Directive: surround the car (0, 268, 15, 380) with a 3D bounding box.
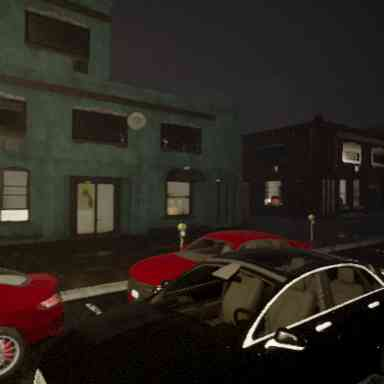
[{"bbox_3d":[-3.706,1.583,3.903,4.206,1.307,1.802,0,1,-35],"label":"car"}]

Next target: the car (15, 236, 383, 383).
[{"bbox_3d":[0.811,1.506,3.941,4.892,1.490,1.837,0,0,-35],"label":"car"}]

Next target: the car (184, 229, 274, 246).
[{"bbox_3d":[0.838,1.544,7.142,4.507,1.381,1.887,0,1,-35],"label":"car"}]
